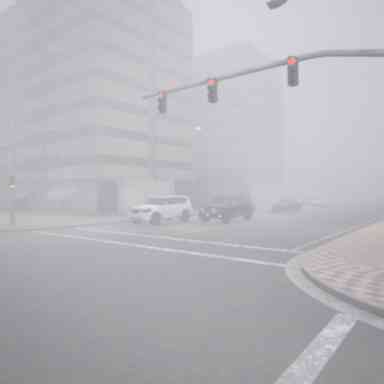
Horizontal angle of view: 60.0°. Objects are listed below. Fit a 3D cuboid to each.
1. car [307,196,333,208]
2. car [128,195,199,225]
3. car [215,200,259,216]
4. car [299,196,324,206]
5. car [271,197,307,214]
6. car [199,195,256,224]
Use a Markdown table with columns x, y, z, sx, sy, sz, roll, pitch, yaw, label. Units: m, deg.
| x | y | z | sx | sy | sz | roll | pitch | yaw | label |
| --- | --- | --- | --- | --- | --- | --- | --- | --- | --- |
| 17.331 | 1.378 | 44.333 | 1.812 | 1.442 | 4.674 | -1 | 0 | 38 | car |
| -2.252 | 1.292 | 25.065 | 2.150 | 2.045 | 5.566 | -1 | 0 | 38 | car |
| 4.658 | 1.541 | 33.885 | 2.033 | 1.411 | 5.357 | -1 | 0 | 38 | car |
| 18.474 | 1.386 | 51.380 | 2.033 | 1.411 | 5.357 | -1 | 0 | 38 | car |
| 10.035 | 1.412 | 35.070 | 1.882 | 1.535 | 5.008 | -1 | 0 | 38 | car |
| 2.753 | 1.237 | 25.786 | 2.150 | 2.045 | 5.566 | -1 | 0 | 38 | car |
